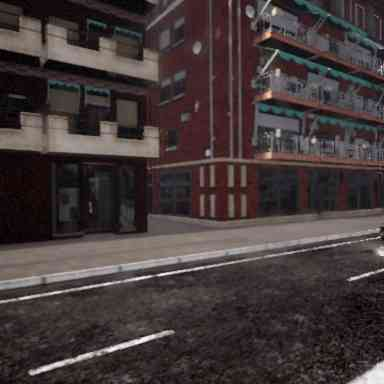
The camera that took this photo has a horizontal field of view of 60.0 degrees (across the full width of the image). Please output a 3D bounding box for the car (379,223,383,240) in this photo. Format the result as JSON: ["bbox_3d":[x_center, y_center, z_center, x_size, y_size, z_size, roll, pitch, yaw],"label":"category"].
[{"bbox_3d":[10.259,1.499,14.988,4.181,1.385,1.994,0,0,-35],"label":"car"}]
